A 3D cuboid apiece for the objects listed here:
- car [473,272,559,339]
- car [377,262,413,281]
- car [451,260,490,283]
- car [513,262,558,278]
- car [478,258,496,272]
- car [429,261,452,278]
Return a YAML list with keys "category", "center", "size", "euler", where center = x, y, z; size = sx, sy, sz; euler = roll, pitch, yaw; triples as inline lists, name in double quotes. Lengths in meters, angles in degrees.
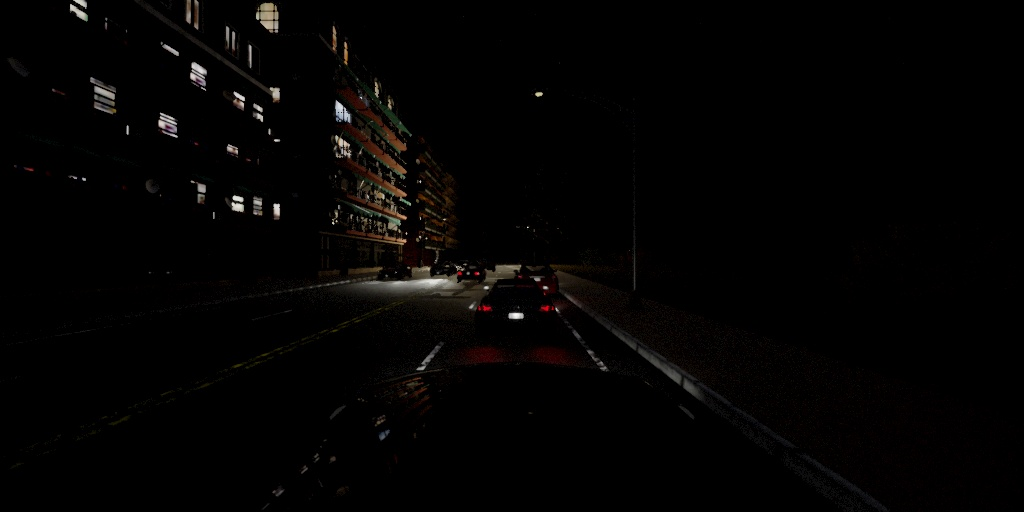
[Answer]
- category: "car"
  center: [0.109, 1.316, 10.070]
  size: [1.994, 1.385, 4.181]
  euler: [0, 0, 1]
- category: "car"
  center: [-9.803, 1.280, 30.397]
  size: [1.812, 1.442, 4.674]
  euler: [0, 0, 0]
- category: "car"
  center: [-3.108, 1.301, 28.057]
  size: [2.033, 1.411, 5.357]
  euler: [0, 0, 0]
- category: "car"
  center: [1.165, 1.104, 18.649]
  size: [2.097, 1.767, 4.553]
  euler: [0, 0, 0]
- category: "car"
  center: [-3.077, 1.232, 45.844]
  size: [1.882, 1.535, 5.008]
  euler: [0, 0, 1]
- category: "car"
  center: [-6.548, 1.245, 34.242]
  size: [2.128, 1.511, 4.902]
  euler: [0, 0, 0]
